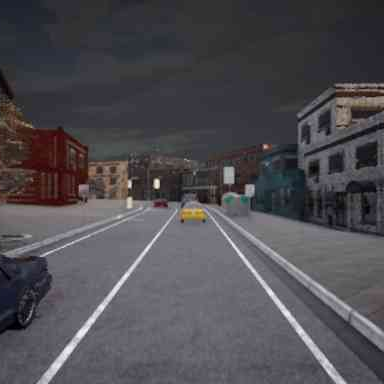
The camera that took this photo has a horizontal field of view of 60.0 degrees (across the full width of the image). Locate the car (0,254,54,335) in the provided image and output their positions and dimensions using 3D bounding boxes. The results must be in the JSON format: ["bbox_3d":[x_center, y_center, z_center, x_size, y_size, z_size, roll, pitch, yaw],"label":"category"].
[{"bbox_3d":[-3.602,1.544,4.149,2.033,1.411,5.357,0,0,0],"label":"car"}]

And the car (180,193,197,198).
[{"bbox_3d":[-0.347,1.187,43.551,2.150,2.045,5.566,0,0,-5],"label":"car"}]

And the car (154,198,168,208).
[{"bbox_3d":[-4.316,1.558,46.236,1.895,1.301,4.718,0,0,-7],"label":"car"}]

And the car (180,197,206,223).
[{"bbox_3d":[0.089,1.436,25.573,1.801,1.575,5.366,0,0,0],"label":"car"}]
